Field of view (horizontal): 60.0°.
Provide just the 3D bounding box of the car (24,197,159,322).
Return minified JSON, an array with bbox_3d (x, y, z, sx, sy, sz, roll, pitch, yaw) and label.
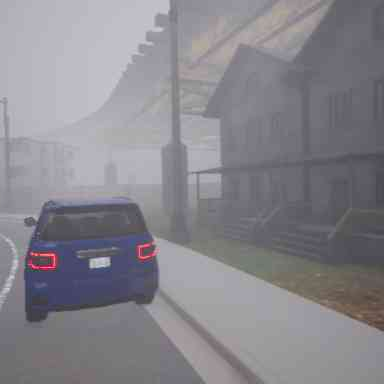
[{"bbox_3d":[-2.435,1.128,7.448,2.150,2.045,5.566,-2,1,-23],"label":"car"}]
